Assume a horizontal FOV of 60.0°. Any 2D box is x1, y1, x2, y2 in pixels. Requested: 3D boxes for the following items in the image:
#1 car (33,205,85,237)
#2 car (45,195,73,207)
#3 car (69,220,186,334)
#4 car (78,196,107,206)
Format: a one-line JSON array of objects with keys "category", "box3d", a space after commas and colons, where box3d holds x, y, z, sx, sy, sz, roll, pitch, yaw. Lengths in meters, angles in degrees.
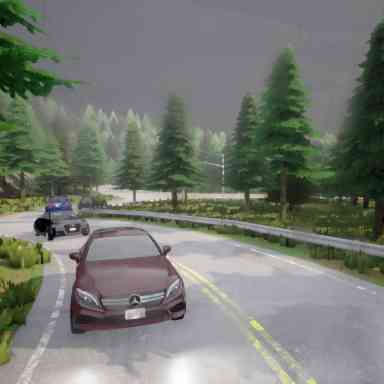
[{"category": "car", "box3d": [-7.043, 1.664, 17.773, 1.994, 1.385, 4.181, -4, 2, -38]}, {"category": "car", "box3d": [-12.842, 1.326, 32.226, 2.150, 2.045, 5.566, -1, 0, -18]}, {"category": "car", "box3d": [-1.517, 1.523, 7.069, 1.812, 1.442, 4.674, -2, 0, -17]}, {"category": "car", "box3d": [-12.692, 1.289, 42.814, 2.097, 1.767, 4.553, 2, 2, 13]}]
